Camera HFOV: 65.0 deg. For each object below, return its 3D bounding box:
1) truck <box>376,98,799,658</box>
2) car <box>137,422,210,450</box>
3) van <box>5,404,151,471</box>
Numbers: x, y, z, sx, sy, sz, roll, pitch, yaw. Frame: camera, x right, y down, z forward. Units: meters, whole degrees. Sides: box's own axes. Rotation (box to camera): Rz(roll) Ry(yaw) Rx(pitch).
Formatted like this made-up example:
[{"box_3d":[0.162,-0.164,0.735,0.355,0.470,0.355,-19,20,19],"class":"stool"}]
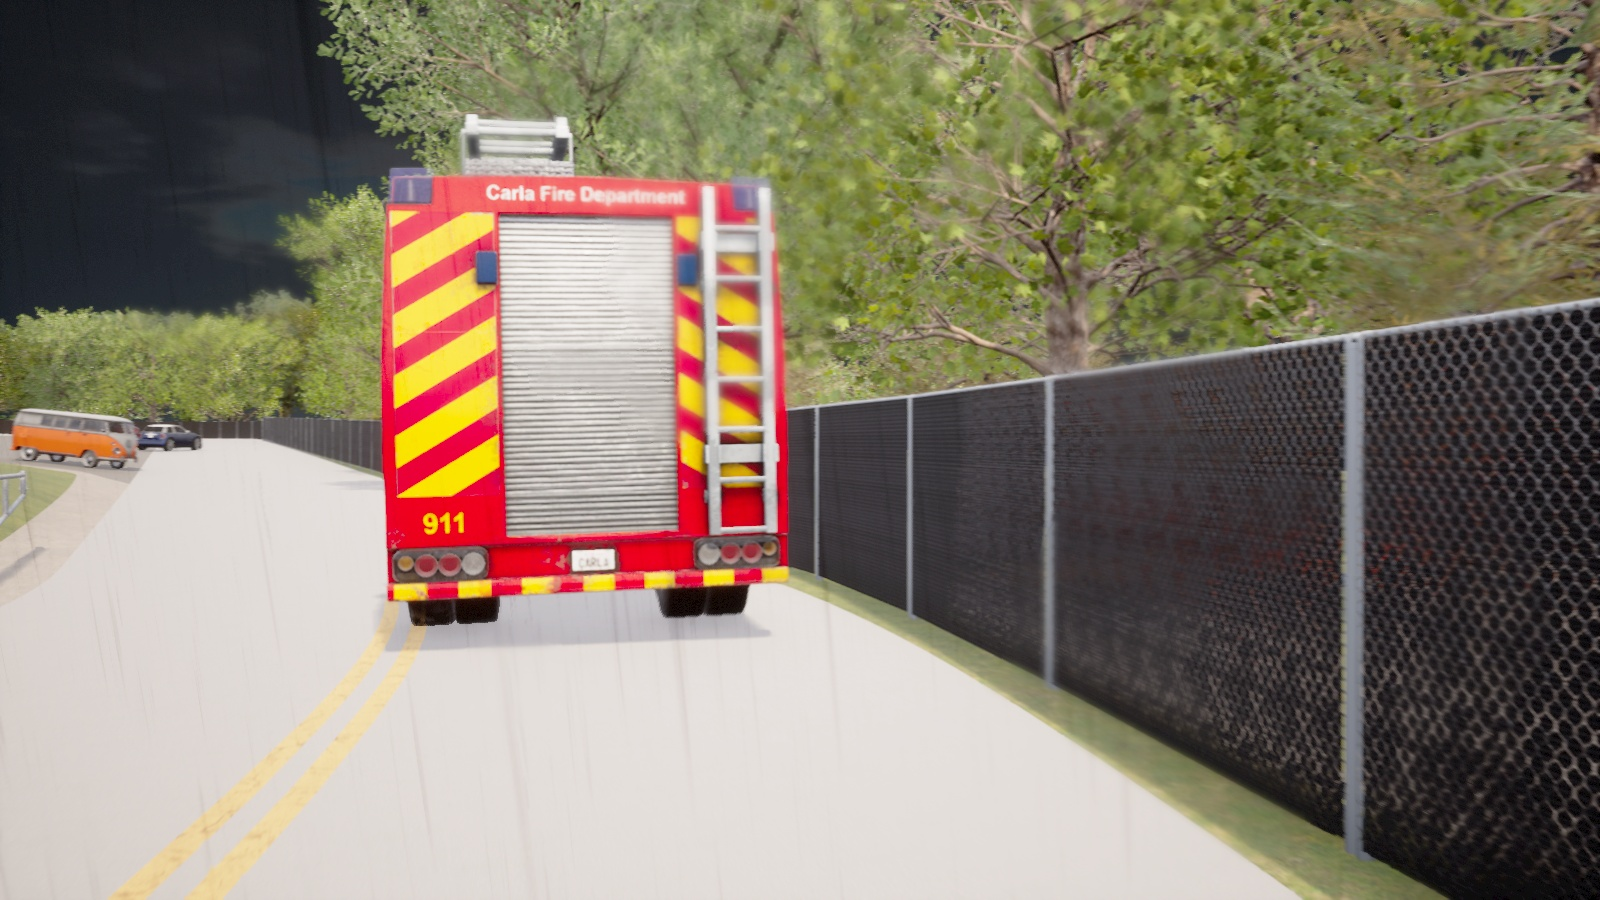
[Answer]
[{"box_3d":[-2.419,-0.534,13.041,2.891,3.827,8.468,-1,1,-13],"class":"truck"},{"box_3d":[-35.743,-0.809,71.719,1.970,1.475,3.806,1,1,6],"class":"car"},{"box_3d":[-26.948,-0.456,46.907,4.442,1.987,1.775,6,-1,10],"class":"van"}]
